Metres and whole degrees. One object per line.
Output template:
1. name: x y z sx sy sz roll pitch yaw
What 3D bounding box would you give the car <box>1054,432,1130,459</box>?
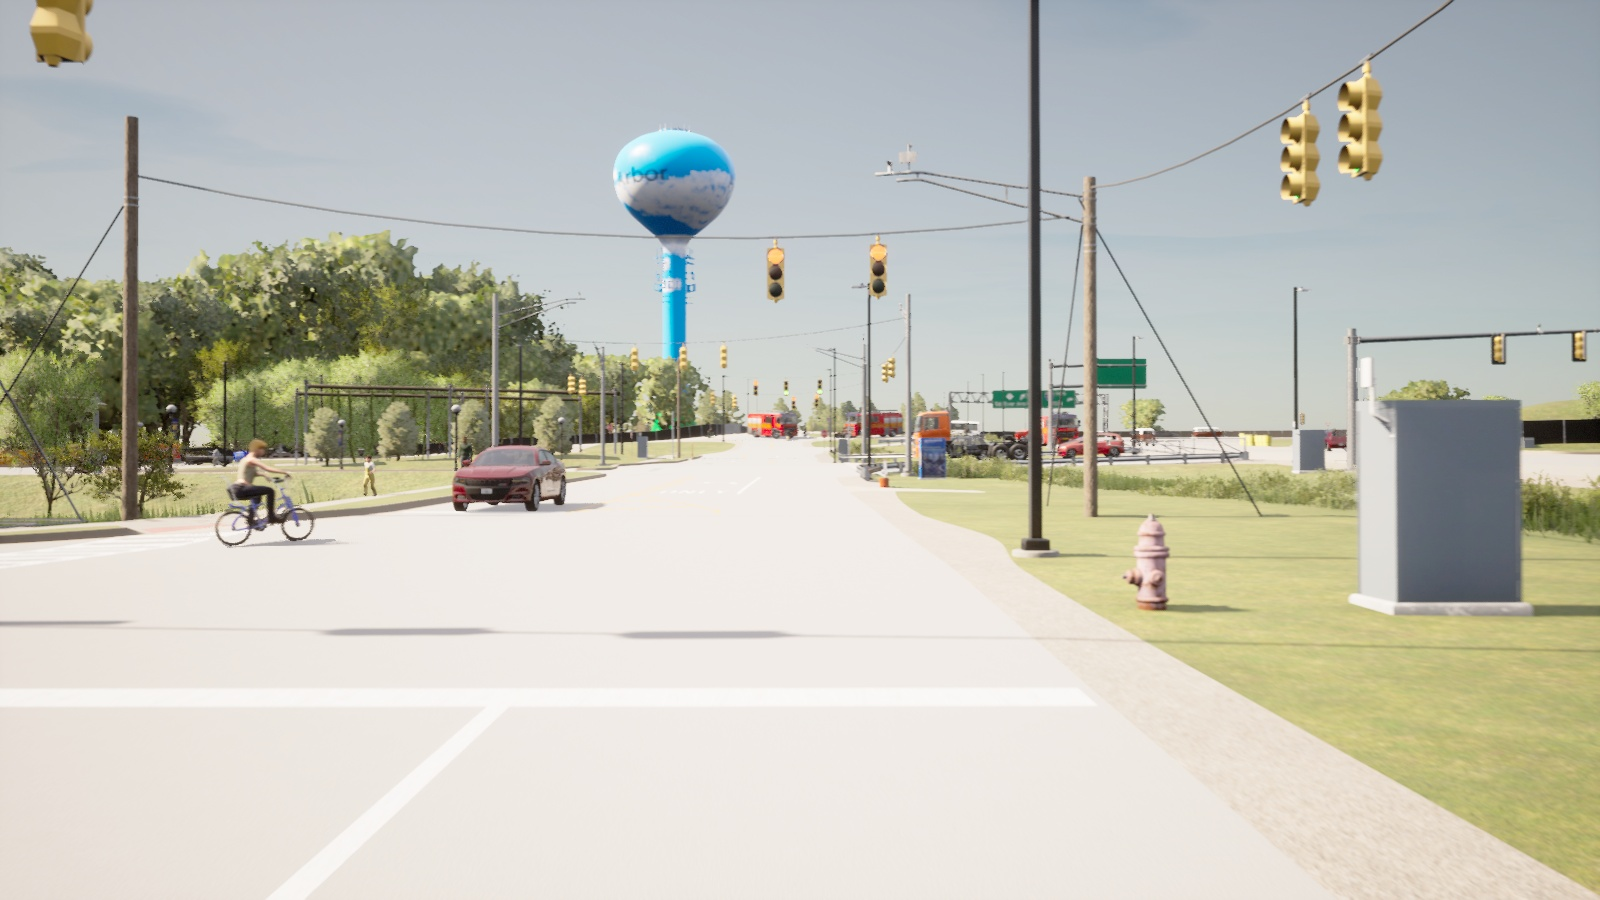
1. car: 19.817 -0.342 85.473 4.611 1.667 2.242 -2 1 0

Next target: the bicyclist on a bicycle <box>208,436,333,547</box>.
1. bicyclist on a bicycle: -8.104 0.623 19.242 1.509 1.612 0.866 -2 -1 -42

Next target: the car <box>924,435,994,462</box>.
1. car: 10.806 -0.096 85.611 4.553 1.767 2.097 0 1 3

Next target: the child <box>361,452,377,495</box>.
1. child: -12.614 0.682 36.786 0.270 1.263 0.437 0 -1 9

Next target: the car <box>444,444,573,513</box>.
1. car: -6.878 0.621 30.174 1.882 1.535 5.008 0 0 0

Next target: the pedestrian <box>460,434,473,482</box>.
1. pedestrian: -12.881 0.310 48.494 0.353 1.847 0.614 0 -1 0

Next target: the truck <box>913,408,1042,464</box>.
1. truck: 11.504 -0.906 82.001 7.936 3.462 2.891 -1 1 0

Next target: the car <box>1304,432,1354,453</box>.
1. car: 38.535 -0.554 91.524 1.845 1.501 3.633 0 1 -5
